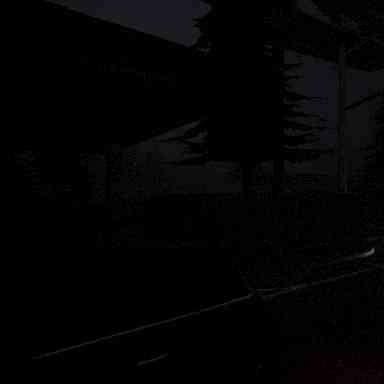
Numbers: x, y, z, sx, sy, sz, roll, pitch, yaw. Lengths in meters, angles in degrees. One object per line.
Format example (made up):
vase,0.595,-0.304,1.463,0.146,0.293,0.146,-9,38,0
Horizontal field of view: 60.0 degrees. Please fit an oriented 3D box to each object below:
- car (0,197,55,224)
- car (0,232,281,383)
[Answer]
car,-11.900,1.313,23.522,3.866,1.878,1.905,0,0,-36
car,-1.315,1.352,3.054,4.553,1.767,2.097,0,0,-35
